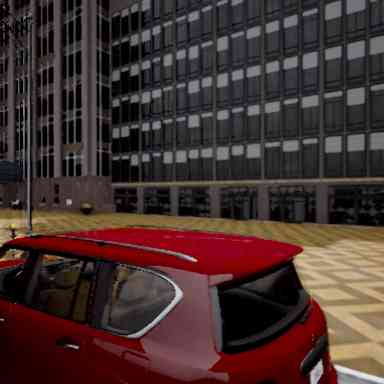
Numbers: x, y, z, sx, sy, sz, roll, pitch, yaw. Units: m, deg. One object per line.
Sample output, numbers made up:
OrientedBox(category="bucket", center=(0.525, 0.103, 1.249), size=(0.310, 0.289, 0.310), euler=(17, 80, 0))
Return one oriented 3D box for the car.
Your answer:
OrientedBox(category="car", center=(-1.094, 1.304, 3.663), size=(5.009, 1.841, 2.192), euler=(0, 0, 36))
